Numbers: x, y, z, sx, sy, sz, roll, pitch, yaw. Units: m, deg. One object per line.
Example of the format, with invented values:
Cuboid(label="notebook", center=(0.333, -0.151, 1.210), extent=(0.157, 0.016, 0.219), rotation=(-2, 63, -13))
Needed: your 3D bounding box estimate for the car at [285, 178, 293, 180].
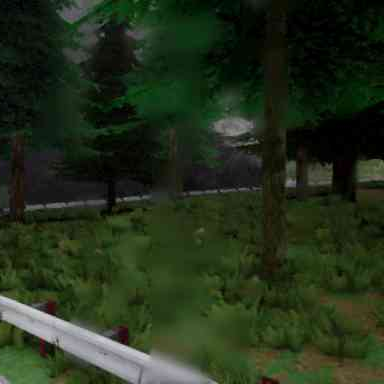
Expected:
Cuboid(label="car", center=(9.868, -0.876, 38.378), extent=(4.674, 1.442, 1.812), rotation=(-4, 0, 6))
